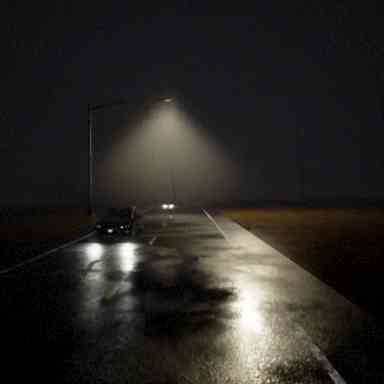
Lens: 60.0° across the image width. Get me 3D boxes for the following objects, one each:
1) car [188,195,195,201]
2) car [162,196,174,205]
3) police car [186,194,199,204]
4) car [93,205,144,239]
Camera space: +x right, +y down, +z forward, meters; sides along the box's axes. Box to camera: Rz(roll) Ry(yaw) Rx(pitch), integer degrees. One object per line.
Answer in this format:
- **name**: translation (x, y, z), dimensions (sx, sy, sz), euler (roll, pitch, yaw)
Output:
- **car**: translation (-0.152, 1.513, 81.688), dimensions (1.812, 1.442, 4.674), euler (0, 0, -2)
- **car**: translation (-4.189, 1.465, 59.485), dimensions (2.128, 1.511, 4.902), euler (0, 0, -1)
- **police car**: translation (0.266, 1.401, 65.787), dimensions (1.930, 1.638, 5.238), euler (0, 0, -1)
- **car**: translation (-3.664, 1.487, 17.253), dimensions (1.837, 1.490, 4.892), euler (0, 0, 0)
